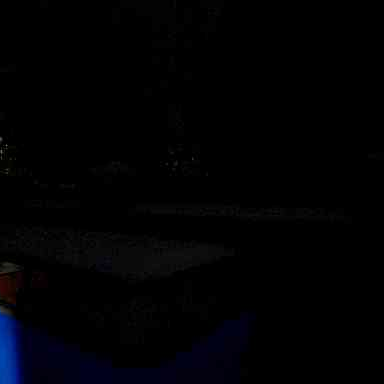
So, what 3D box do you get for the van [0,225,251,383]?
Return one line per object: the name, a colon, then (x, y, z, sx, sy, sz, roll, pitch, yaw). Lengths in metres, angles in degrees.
van: (-1.337, 1.341, 3.679, 3.998, 1.788, 1.690, 0, 0, 36)
